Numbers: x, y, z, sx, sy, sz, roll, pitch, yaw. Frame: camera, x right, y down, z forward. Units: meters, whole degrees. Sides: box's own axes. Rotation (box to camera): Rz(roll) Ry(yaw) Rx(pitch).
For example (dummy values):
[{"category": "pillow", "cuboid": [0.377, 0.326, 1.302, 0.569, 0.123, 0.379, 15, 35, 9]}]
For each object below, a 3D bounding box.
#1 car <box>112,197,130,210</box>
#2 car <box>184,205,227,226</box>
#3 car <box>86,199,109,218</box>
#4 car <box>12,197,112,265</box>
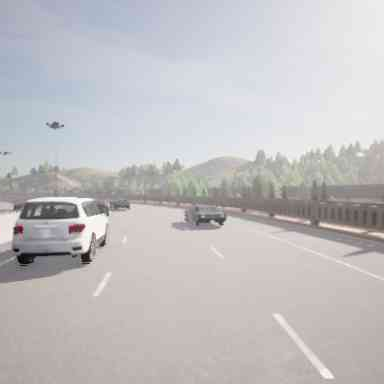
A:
[{"category": "car", "cuboid": [-8.906, 1.386, 40.690, 2.128, 1.511, 4.902, 0, 0, -24]}, {"category": "car", "cuboid": [0.769, 1.525, 22.641, 1.895, 1.301, 4.718, 0, 0, -13]}, {"category": "car", "cuboid": [-8.883, 1.431, 31.051, 1.837, 1.490, 4.892, 0, 0, -18]}, {"category": "car", "cuboid": [-4.366, 1.196, 11.841, 2.150, 2.045, 5.566, 0, 0, -7]}]
